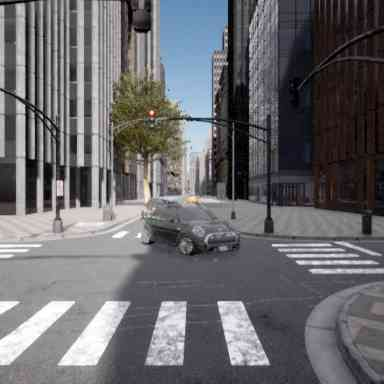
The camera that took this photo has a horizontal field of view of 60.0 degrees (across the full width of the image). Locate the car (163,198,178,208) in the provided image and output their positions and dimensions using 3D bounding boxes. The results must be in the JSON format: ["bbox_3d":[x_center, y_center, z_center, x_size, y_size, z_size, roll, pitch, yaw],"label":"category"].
[{"bbox_3d":[-3.055,1.590,48.304,1.895,1.301,4.718,0,0,0],"label":"car"}]

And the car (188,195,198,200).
[{"bbox_3d":[0.144,1.338,69.229,2.097,1.767,4.553,0,0,-1],"label":"car"}]

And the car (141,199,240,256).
[{"bbox_3d":[-0.190,1.347,13.274,2.097,1.767,4.553,0,0,-35],"label":"car"}]
